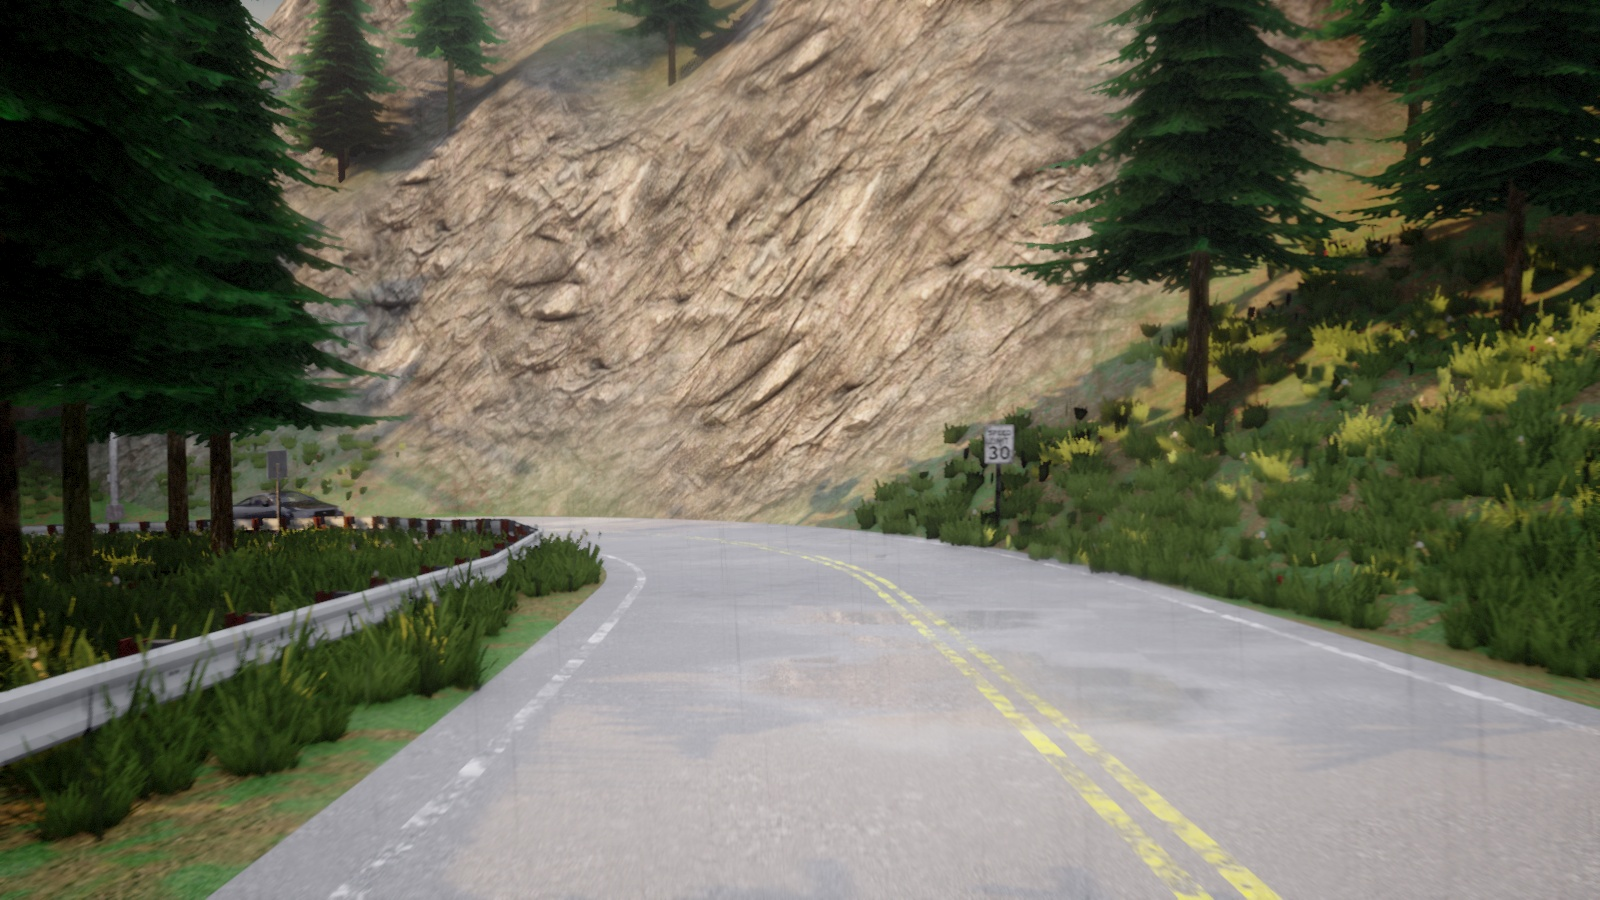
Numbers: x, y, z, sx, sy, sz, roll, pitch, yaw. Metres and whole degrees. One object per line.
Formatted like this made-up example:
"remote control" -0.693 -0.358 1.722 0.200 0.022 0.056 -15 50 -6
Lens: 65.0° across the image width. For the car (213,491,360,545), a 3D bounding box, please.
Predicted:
"car" -16.064 2.125 39.287 4.181 1.385 1.994 -3 2 30
